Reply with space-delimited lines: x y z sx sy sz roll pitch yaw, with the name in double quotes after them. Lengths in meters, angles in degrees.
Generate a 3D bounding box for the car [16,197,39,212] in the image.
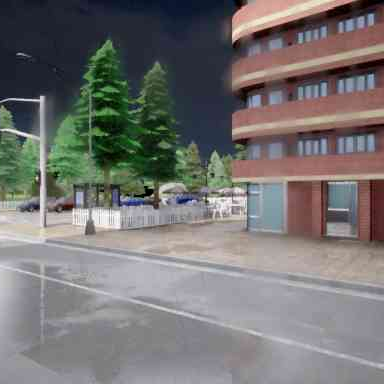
-17.130 1.296 37.251 2.097 1.767 4.553 0 0 35 "car"

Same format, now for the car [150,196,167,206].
-6.673 1.449 51.037 1.837 1.490 4.892 0 0 41 "car"

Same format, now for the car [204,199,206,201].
0.474 1.508 57.901 4.181 1.385 1.994 0 0 -37 "car"

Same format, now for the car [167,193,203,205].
-1.415 1.166 51.748 5.566 2.045 2.150 0 0 -44 "car"

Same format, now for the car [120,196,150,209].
-8.237 1.422 43.557 1.882 1.535 5.008 0 0 37 "car"

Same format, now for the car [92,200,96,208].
-12.095 1.508 44.222 1.994 1.385 4.181 0 0 35 "car"

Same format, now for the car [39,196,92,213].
-13.645 1.296 36.113 2.097 1.767 4.553 0 0 36 "car"
